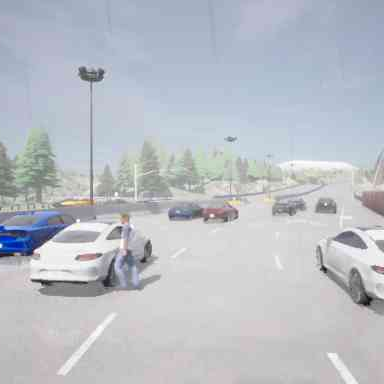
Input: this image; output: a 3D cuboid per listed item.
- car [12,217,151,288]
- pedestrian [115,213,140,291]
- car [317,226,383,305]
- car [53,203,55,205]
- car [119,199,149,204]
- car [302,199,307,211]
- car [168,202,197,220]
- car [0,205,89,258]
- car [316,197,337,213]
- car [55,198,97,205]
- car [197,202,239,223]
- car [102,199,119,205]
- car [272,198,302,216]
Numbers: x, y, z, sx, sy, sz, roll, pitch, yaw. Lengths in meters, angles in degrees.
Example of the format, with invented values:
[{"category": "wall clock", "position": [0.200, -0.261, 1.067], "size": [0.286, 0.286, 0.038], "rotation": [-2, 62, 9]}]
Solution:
[{"category": "car", "position": [-2.516, 1.525, 9.220], "size": [1.812, 1.442, 4.674], "rotation": [0, 0, 8]}, {"category": "pedestrian", "position": [-1.492, 1.294, 7.610], "size": [0.375, 1.860, 0.375], "rotation": [0, 0, 7]}, {"category": "car", "position": [4.335, 1.525, 7.827], "size": [1.812, 1.442, 4.674], "rotation": [0, 0, 7]}, {"category": "car", "position": [-16.497, 1.564, 44.314], "size": [1.994, 1.385, 4.181], "rotation": [0, 0, 25]}, {"category": "car", "position": [-6.493, 1.608, 40.901], "size": [1.895, 1.301, 4.718], "rotation": [0, 0, 25]}, {"category": "car", "position": [13.057, 1.492, 41.312], "size": [2.128, 1.511, 4.902], "rotation": [0, 0, 25]}, {"category": "car", "position": [-0.361, 1.564, 28.534], "size": [1.994, 1.385, 4.181], "rotation": [0, 0, 23]}, {"category": "car", "position": [-5.484, 1.477, 12.588], "size": [1.882, 1.535, 5.008], "rotation": [0, 0, 10]}, {"category": "car", "position": [15.132, 1.352, 37.368], "size": [2.097, 1.767, 4.553], "rotation": [0, 0, 25]}, {"category": "car", "position": [-14.010, 1.477, 41.394], "size": [1.882, 1.535, 5.008], "rotation": [0, 0, 25]}, {"category": "car", "position": [2.296, 1.525, 25.921], "size": [1.812, 1.442, 4.674], "rotation": [0, 0, 22]}, {"category": "car", "position": [-9.659, 1.580, 42.393], "size": [1.994, 1.385, 4.181], "rotation": [0, 0, 25]}, {"category": "car", "position": [9.114, 1.491, 32.649], "size": [2.128, 1.511, 4.902], "rotation": [0, 0, 24]}]
